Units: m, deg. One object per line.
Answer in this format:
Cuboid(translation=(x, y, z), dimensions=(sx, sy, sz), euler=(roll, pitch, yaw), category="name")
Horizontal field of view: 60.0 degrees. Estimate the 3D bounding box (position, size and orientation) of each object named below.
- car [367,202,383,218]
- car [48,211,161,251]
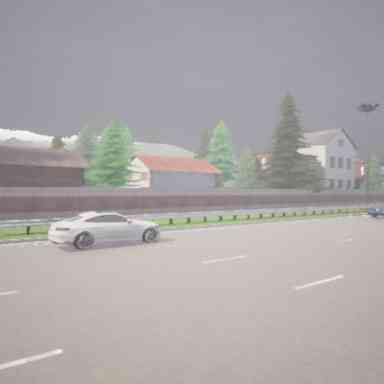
Cuboid(translation=(17.428, 1.552, 29.079), dimensions=(5.357, 1.411, 2.033), euler=(0, 0, -36), category="car")
Cuboid(translation=(-3.566, 1.526, 14.100), dimensions=(4.674, 1.442, 1.812), euler=(0, 0, -35), category="car")
